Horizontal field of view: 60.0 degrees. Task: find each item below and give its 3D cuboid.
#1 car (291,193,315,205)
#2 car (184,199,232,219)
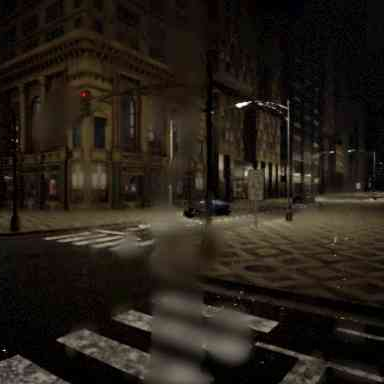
[{"bbox_3d":[14.115,0.879,42.103,1.994,1.385,4.181,0,1,36],"label":"car"},{"bbox_3d":[1.260,1.218,24.461,1.994,1.385,4.181,0,1,36],"label":"car"}]
